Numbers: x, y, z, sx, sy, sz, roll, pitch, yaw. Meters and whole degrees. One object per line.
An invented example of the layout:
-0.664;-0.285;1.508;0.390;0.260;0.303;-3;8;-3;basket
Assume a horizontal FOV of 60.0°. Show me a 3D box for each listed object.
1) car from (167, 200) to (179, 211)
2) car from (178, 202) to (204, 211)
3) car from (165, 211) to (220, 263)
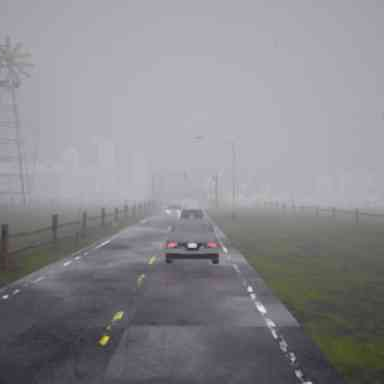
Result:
-2.768;2.045;51.759;1.882;1.535;5.008;0;-1;0;car
0.032;1.796;29.260;1.882;1.535;5.008;0;0;1;car
0.011;1.685;12.561;2.033;1.411;5.357;0;-1;0;car
